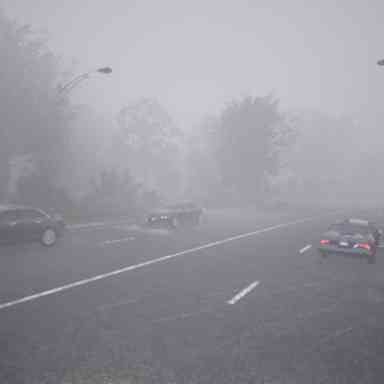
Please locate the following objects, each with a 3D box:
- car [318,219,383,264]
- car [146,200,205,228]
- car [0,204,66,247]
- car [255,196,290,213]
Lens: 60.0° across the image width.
[{"bbox_3d":[6.394,1.793,13.259,2.033,1.411,5.357,3,1,32],"label":"car"},{"bbox_3d":[-0.919,1.332,21.326,1.837,1.490,4.892,3,1,33],"label":"car"},{"bbox_3d":[-6.640,1.208,11.388,1.837,1.490,4.892,3,0,28],"label":"car"},{"bbox_3d":[8.284,1.161,33.888,1.882,1.535,5.008,2,3,40],"label":"car"}]
